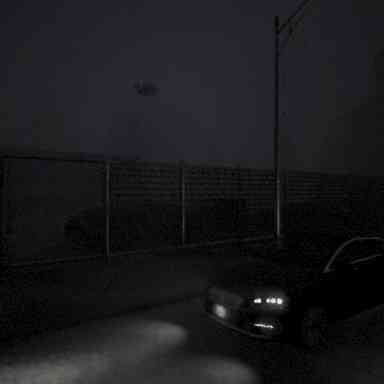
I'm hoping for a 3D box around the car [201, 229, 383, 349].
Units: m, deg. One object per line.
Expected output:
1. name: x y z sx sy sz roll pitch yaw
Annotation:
1. car: 2.417 1.503 6.345 4.902 1.511 2.128 0 0 -36
